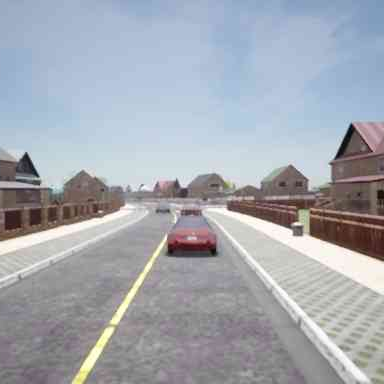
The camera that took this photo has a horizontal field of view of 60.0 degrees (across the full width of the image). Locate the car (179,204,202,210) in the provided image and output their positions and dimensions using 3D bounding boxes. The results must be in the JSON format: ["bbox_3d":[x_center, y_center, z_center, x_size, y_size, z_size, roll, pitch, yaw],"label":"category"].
[{"bbox_3d":[-0.103,1.784,29.523,1.882,1.535,5.008,0,0,-2],"label":"car"}]

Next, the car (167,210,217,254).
[{"bbox_3d":[0.009,1.705,14.269,1.994,1.385,4.181,0,-1,0],"label":"car"}]

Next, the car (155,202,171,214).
[{"bbox_3d":[-3.779,1.997,43.176,1.812,1.442,4.674,0,-1,-5],"label":"car"}]
